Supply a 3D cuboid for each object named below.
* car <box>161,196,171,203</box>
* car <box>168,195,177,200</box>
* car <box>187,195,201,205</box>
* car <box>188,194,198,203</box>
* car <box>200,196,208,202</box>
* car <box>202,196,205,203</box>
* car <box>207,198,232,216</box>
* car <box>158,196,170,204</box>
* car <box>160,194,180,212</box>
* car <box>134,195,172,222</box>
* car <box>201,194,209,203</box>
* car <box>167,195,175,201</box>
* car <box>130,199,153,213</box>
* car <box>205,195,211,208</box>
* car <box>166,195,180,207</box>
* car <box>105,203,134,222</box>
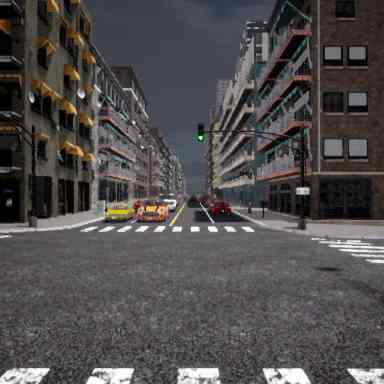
[{"bbox_3d":[-5.496,1.569,70.641,1.887,1.381,4.507,1,0,0],"label":"car"},{"bbox_3d":[-5.438,1.588,92.734,2.008,1.369,4.403,1,0,0],"label":"car"},{"bbox_3d":[0.155,1.523,57.792,1.837,1.490,4.892,0,0,0],"label":"car"},{"bbox_3d":[0.181,1.375,68.184,2.097,1.767,4.553,0,0,0],"label":"car"},{"bbox_3d":[2.914,1.596,81.652,1.947,1.339,4.313,1,0,0],"label":"car"},{"bbox_3d":[2.826,1.596,48.511,1.802,1.307,4.206,1,0,0],"label":"car"},{"bbox_3d":[2.783,1.553,31.941,1.887,1.381,4.507,1,0,0],"label":"car"},{"bbox_3d":[-5.511,1.572,65.118,2.008,1.369,4.403,1,0,0],"label":"car"},{"bbox_3d":[-2.987,1.231,38.749,2.150,2.045,5.566,0,0,1],"label":"car"},{"bbox_3d":[-3.024,1.358,26.556,2.097,1.767,4.553,0,0,0],"label":"car"},{"bbox_3d":[2.887,1.339,70.606,2.192,1.841,5.009,1,0,0],"label":"car"},{"bbox_3d":[-5.452,1.558,87.040,1.752,1.417,4.829,1,0,0],"label":"car"},{"bbox_3d":[-5.583,1.554,37.500,1.887,1.381,4.507,1,0,0],"label":"car"},{"bbox_3d":[2.798,1.450,37.464,1.967,1.590,4.097,1,0,0],"label":"car"},{"bbox_3d":[-2.951,1.371,52.542,2.097,1.767,4.553,0,0,-1],"label":"car"},{"bbox_3d":[-5.612,1.532,26.284,1.752,1.417,4.829,1,0,0],"label":"car"}]
